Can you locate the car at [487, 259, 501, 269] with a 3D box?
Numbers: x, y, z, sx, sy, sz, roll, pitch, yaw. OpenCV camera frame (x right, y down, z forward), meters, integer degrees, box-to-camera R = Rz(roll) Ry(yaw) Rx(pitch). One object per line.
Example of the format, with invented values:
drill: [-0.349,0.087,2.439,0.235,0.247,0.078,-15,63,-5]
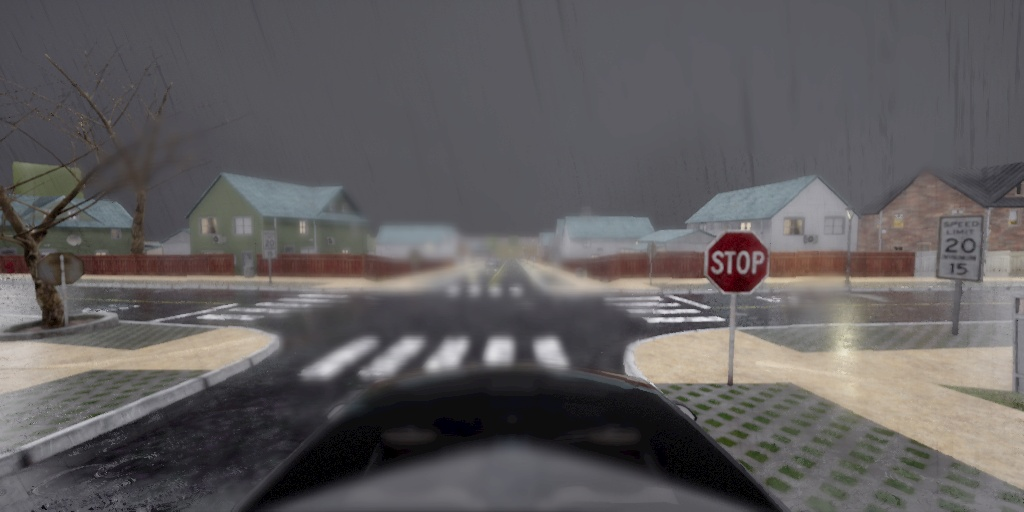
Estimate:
car: [-2.704,1.173,54.719,2.128,1.511,4.902,0,0,0]
